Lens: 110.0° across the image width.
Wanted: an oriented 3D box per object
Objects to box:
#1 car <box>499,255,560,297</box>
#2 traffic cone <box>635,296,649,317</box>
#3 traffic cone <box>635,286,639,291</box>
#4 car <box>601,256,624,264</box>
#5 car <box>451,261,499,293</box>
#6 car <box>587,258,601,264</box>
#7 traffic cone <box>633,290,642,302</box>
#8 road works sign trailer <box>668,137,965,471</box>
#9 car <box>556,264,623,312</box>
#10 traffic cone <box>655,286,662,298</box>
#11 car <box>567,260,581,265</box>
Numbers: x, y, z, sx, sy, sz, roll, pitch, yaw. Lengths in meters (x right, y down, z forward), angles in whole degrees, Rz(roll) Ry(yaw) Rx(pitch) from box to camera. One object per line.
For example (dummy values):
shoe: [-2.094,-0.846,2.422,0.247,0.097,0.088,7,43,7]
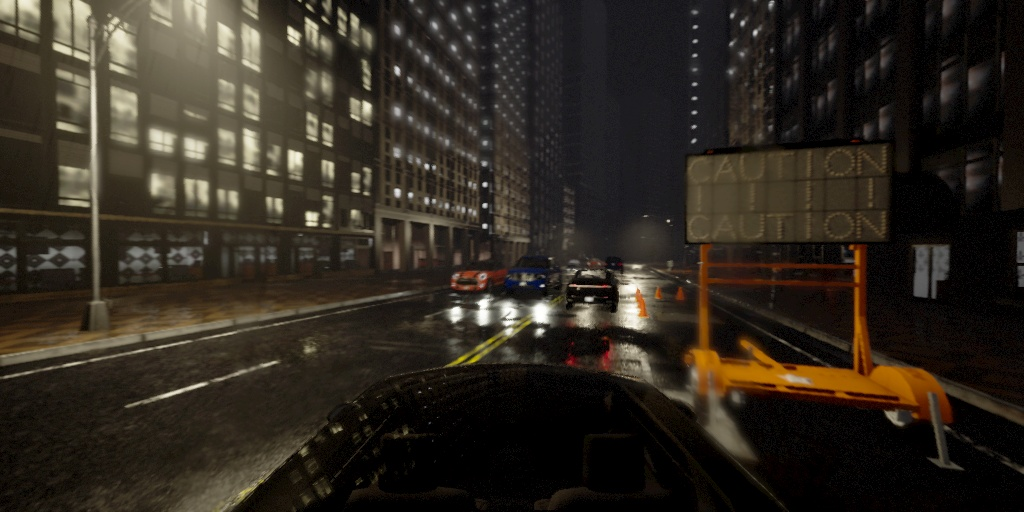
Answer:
car: [1.334,0.978,19.679,2.150,2.045,5.566,1,0,17]
traffic cone: [4.445,1.742,12.157,0.340,0.580,0.340,0,0,17]
traffic cone: [5.636,1.752,15.976,0.340,0.580,0.340,0,0,17]
car: [12.453,1.069,43.748,2.150,2.045,5.566,1,0,17]
car: [-1.720,1.080,20.806,2.097,1.767,4.553,1,0,17]
car: [13.499,1.203,58.513,2.097,1.767,4.553,1,0,18]
traffic cone: [5.040,1.747,14.067,0.340,0.580,0.340,0,0,17]
road works sign trailer: [3.693,0.247,5.090,2.380,3.560,2.880,0,0,18]
car: [3.381,1.269,14.664,2.128,1.511,4.902,1,0,17]
traffic cone: [7.186,1.765,17.587,0.340,0.580,0.340,0,0,17]
car: [10.380,1.370,59.377,2.033,1.411,5.357,1,0,18]
